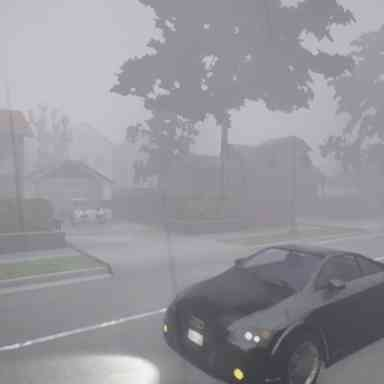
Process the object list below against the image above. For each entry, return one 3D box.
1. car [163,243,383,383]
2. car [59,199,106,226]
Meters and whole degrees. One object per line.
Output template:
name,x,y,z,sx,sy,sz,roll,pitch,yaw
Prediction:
car,1.650,1.556,5.164,4.181,1.385,1.994,0,0,-36
car,-6.584,1.156,19.905,1.970,1.475,3.806,0,0,-35
